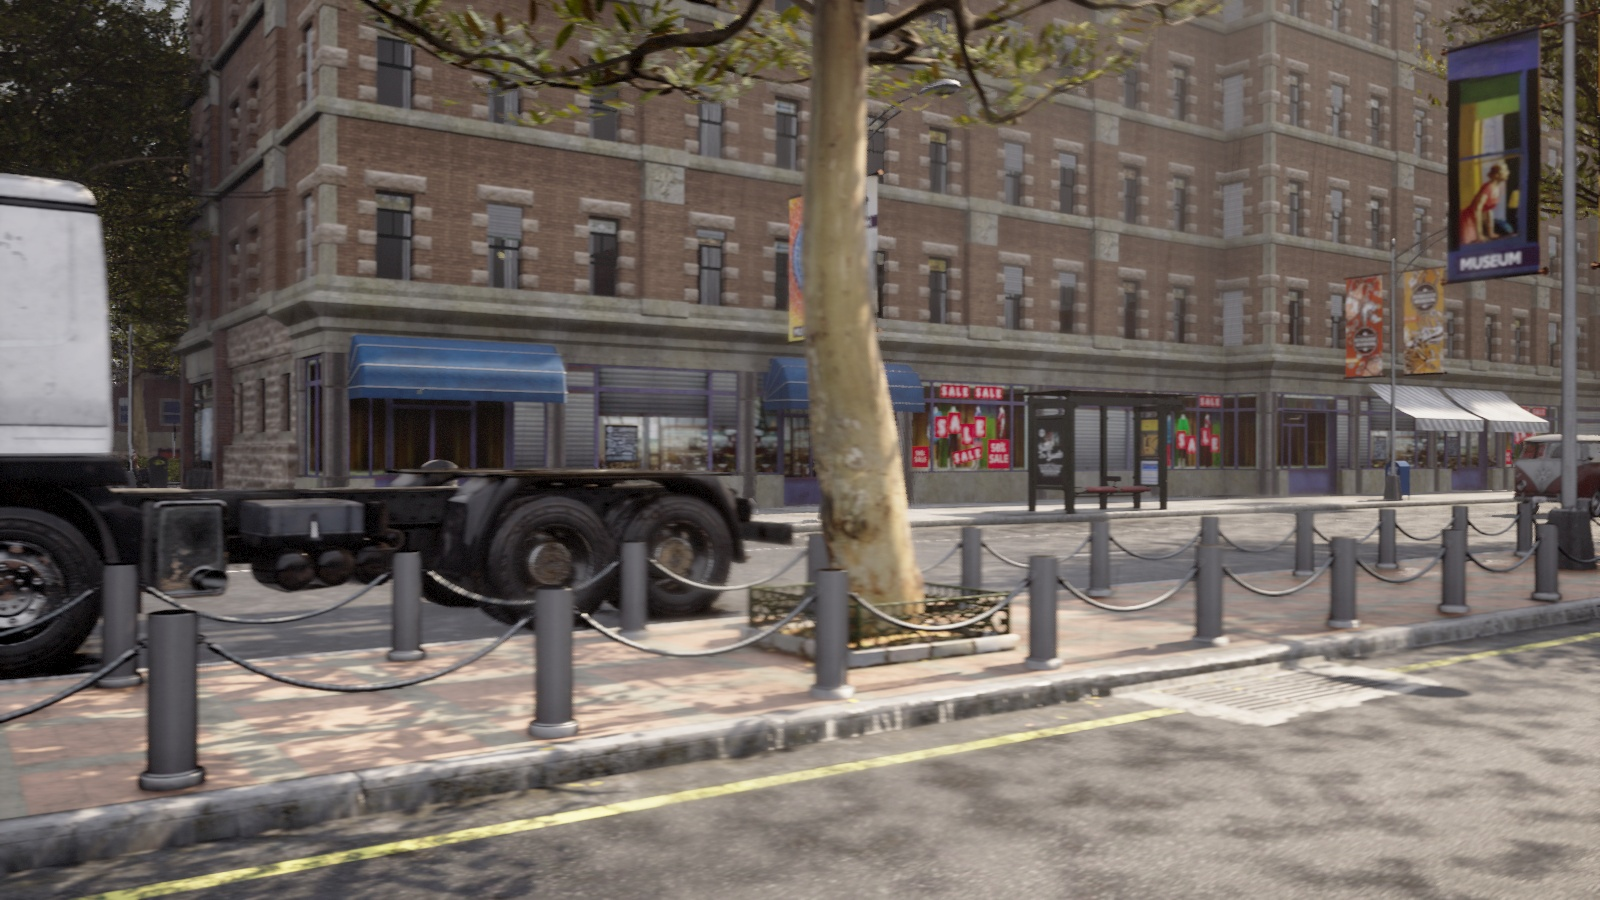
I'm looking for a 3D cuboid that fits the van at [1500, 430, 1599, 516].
[{"bbox_3d":[19.432,0.533,31.197,4.442,1.987,1.775,0,0,-35],"label":"van"}]

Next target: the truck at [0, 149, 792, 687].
[{"bbox_3d":[-4.160,-0.202,10.514,7.936,3.462,2.891,0,0,-35],"label":"truck"}]

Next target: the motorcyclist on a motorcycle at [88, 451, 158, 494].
[{"bbox_3d":[-26.726,0.873,49.627,2.350,1.649,0.766,0,0,-36],"label":"motorcyclist on a motorcycle"}]
